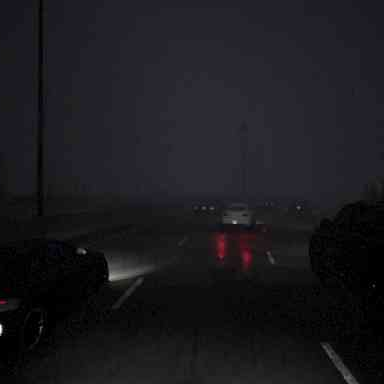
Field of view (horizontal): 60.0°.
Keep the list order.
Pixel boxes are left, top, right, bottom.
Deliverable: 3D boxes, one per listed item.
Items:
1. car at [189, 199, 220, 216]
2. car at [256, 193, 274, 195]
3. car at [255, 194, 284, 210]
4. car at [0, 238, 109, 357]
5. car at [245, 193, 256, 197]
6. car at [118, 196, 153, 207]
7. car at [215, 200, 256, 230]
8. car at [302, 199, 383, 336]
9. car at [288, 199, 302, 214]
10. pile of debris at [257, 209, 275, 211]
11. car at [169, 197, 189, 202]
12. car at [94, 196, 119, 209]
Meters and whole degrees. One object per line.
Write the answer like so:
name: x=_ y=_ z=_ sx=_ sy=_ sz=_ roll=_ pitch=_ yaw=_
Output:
car: x=1.795 y=1.327 z=28.992 sx=2.033 sy=1.411 sz=5.357 roll=0 pitch=0 yaw=19
car: x=16.451 y=0.946 z=71.628 sx=2.128 sy=1.511 sz=4.902 roll=0 pitch=0 yaw=43
car: x=9.005 y=1.255 z=37.315 sx=2.033 sy=1.411 sz=5.357 roll=0 pitch=0 yaw=26
car: x=-2.990 y=1.510 z=5.982 sx=1.994 sy=1.385 sz=4.181 roll=0 pitch=0 yaw=4
car: x=13.448 y=0.961 z=73.557 sx=2.128 sy=1.511 sz=4.902 roll=0 pitch=0 yaw=43
car: x=-6.092 y=1.294 z=38.030 sx=1.994 sy=1.385 sz=4.181 roll=0 pitch=0 yaw=23
car: x=2.818 y=1.370 z=20.024 sx=1.812 sy=1.442 sz=4.674 roll=0 pitch=0 yaw=13
car: x=4.029 y=1.175 z=6.608 sx=2.150 sy=2.045 sz=5.566 roll=0 pitch=0 yaw=5
car: x=10.074 y=1.318 z=30.947 sx=1.994 sy=1.385 sz=4.181 roll=0 pitch=0 yaw=22
pile of debris: x=7.831 y=1.903 z=35.175 sx=1.500 sy=0.140 sz=1.860 roll=0 pitch=0 yaw=24
car: x=-1.342 y=1.276 z=40.151 sx=1.994 sy=1.385 sz=4.181 roll=0 pitch=0 yaw=26
car: x=-9.398 y=1.205 z=39.197 sx=1.882 sy=1.535 sz=5.008 roll=0 pitch=0 yaw=23
